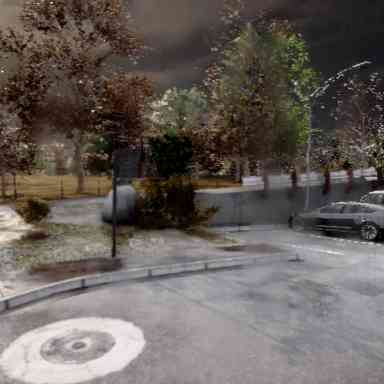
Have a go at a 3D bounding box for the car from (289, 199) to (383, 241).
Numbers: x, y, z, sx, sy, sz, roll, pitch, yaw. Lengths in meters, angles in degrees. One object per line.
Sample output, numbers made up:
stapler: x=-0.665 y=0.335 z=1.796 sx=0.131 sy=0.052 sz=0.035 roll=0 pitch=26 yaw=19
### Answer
car: x=6.742 y=1.193 z=14.943 sx=2.163 sy=1.488 sz=4.792 roll=-1 pitch=2 yaw=-45

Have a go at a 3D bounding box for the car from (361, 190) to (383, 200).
car: x=9.486 y=0.933 z=16.218 sx=2.435 sy=2.045 sz=5.566 roll=-1 pitch=2 yaw=-45
